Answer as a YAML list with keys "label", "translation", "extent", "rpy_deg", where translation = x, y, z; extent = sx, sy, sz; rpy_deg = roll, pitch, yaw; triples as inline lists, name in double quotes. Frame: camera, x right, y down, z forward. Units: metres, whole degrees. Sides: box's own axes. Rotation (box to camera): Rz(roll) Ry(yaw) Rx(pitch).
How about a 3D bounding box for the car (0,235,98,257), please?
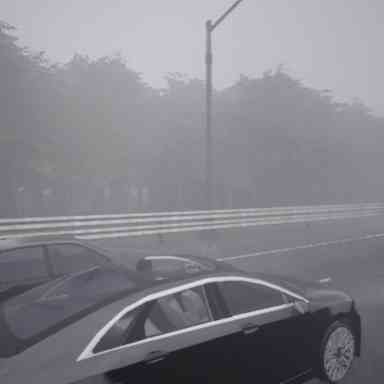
- label: "car"
  translation: [-2.674, 1.530, 6.136]
  extent: [5.357, 1.411, 2.033]
  rpy_deg: [-1, 0, -35]

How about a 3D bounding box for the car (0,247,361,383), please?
- label: "car"
  translation: [-0.011, 1.489, 3.737]
  extent: [4.902, 1.511, 2.128]
  rpy_deg: [0, 0, -35]
